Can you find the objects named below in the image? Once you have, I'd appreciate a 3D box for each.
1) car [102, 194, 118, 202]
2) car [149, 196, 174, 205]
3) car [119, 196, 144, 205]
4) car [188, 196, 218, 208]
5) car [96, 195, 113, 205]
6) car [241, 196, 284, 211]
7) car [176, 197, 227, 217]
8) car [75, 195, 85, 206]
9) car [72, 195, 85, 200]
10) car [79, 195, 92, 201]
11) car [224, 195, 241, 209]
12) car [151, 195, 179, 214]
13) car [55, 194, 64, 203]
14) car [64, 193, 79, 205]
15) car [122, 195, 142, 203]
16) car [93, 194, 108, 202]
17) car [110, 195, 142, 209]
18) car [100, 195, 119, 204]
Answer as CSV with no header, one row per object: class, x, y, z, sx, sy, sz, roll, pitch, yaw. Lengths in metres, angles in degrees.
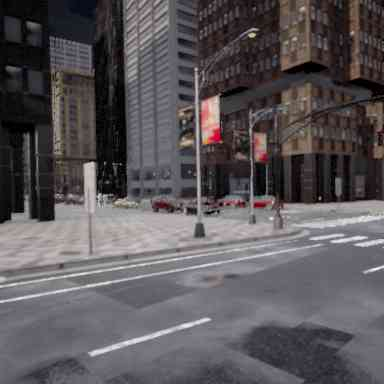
car,-17.505,1.282,70.776,1.967,1.590,4.097,-2,1,-36
car,-4.890,1.299,53.120,1.887,1.381,4.507,-2,1,-36
car,-10.234,1.396,55.910,2.033,1.411,5.357,-2,1,-35
car,1.418,1.297,44.292,1.802,1.307,4.206,-2,1,-36
car,-14.606,1.448,56.816,1.837,1.490,4.892,-2,1,-36
car,7.720,1.117,35.461,1.967,1.590,4.097,-2,1,-36
car,0.788,1.471,30.511,1.947,1.339,4.313,-2,1,-36
car,-18.135,1.608,57.003,1.802,1.307,4.206,-2,1,-36
car,-30.214,1.463,88.574,1.752,1.417,4.829,-2,1,-36
car,-26.961,1.464,84.022,2.008,1.369,4.403,-2,1,-36
car,4.567,1.136,39.875,1.967,1.590,4.097,-2,1,-36
car,-2.373,1.239,34.922,2.192,1.841,5.009,-2,1,-36
car,-27.603,1.409,70.245,2.192,1.841,5.009,-2,1,-36
car,-21.295,1.363,61.414,2.192,1.841,5.009,-2,1,-36
car,-11.295,1.323,62.087,1.752,1.417,4.829,-2,1,-36
car,-20.658,1.305,75.191,1.967,1.590,4.097,-2,1,-36
car,-8.576,1.488,43.618,1.752,1.417,4.829,-2,1,-36
car,-15.792,1.365,63.635,1.882,1.535,5.008,-2,1,-36
